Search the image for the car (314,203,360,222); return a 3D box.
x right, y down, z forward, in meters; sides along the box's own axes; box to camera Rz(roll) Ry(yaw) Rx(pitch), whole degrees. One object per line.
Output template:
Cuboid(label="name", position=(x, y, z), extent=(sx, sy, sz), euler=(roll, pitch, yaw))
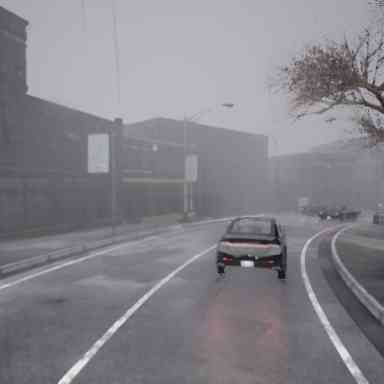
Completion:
Cuboid(label="car", position=(12.424, 1.755, 27.892), extent=(1.895, 1.301, 4.718), euler=(1, 0, 45))

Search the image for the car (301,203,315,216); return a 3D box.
Cuboid(label="car", position=(12.892, 1.731, 33.224), extent=(4.718, 1.301, 1.895), euler=(1, 0, -39))

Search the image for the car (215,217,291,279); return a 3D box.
Cuboid(label="car", position=(1.987, 1.519, 10.328), extent=(2.128, 1.511, 4.902), euler=(0, 0, 16))
